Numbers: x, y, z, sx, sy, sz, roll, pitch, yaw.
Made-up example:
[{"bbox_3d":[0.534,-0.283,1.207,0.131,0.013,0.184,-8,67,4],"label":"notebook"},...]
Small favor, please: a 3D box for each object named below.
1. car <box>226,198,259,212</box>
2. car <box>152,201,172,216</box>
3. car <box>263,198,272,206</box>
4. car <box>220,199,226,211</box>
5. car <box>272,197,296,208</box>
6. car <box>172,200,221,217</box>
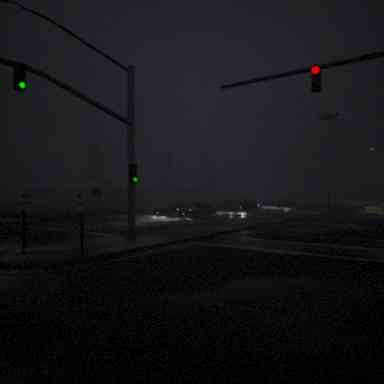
[{"bbox_3d":[6.433,1.600,40.297,1.837,1.490,4.892,0,0,36],"label":"car"},{"bbox_3d":[-1.808,1.664,34.935,2.033,1.411,5.357,0,0,36],"label":"car"},{"bbox_3d":[13.828,1.716,56.307,1.895,1.301,4.718,0,0,37],"label":"car"},{"bbox_3d":[4.359,1.608,43.385,2.128,1.511,4.902,0,0,36],"label":"car"},{"bbox_3d":[14.593,1.601,51.453,1.837,1.490,4.892,0,0,36],"label":"car"},{"bbox_3d":[0.530,1.698,32.205,1.895,1.301,4.718,0,0,36],"label":"car"}]
